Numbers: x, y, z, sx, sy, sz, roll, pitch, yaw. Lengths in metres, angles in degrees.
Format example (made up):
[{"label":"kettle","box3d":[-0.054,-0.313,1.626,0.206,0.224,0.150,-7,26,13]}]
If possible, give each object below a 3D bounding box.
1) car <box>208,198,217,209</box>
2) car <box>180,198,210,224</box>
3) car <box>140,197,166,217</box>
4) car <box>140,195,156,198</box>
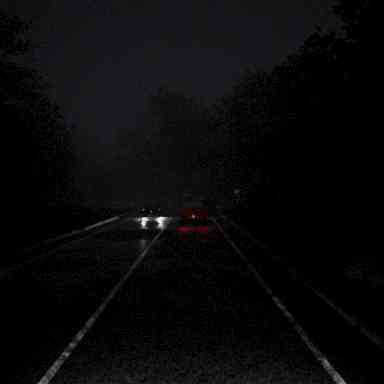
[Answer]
[{"label":"car","box3d":[1.582,1.461,42.357,1.882,1.535,5.008,-1,-1,24]},{"label":"car","box3d":[0.102,1.467,24.810,1.882,1.535,5.008,0,0,0]},{"label":"car","box3d":[-3.571,1.492,31.541,1.837,1.490,4.892,0,0,0]},{"label":"car","box3d":[-9.996,1.294,73.399,4.553,1.767,2.097,0,0,-34]}]
